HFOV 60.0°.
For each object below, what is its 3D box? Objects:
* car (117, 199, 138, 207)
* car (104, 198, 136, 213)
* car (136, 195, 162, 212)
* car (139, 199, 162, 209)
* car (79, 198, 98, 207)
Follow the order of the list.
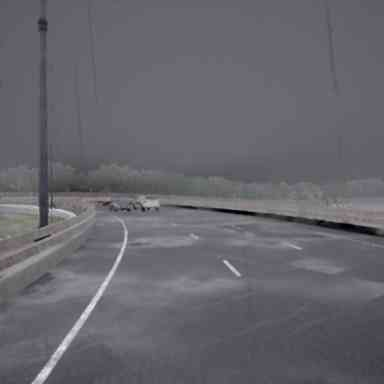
[{"bbox_3d":[-11.827,1.893,60.326,1.895,1.301,4.718,0,0,-36],"label":"car"},{"bbox_3d":[-8.975,1.753,41.029,2.033,1.411,5.357,0,0,-25],"label":"car"},{"bbox_3d":[-5.927,1.407,42.685,2.150,2.045,5.566,0,-1,-26],"label":"car"},{"bbox_3d":[-6.496,1.827,51.568,1.895,1.301,4.718,0,0,-31],"label":"car"},{"bbox_3d":[-17.496,1.793,56.211,1.882,1.535,5.008,0,0,-36],"label":"car"}]
